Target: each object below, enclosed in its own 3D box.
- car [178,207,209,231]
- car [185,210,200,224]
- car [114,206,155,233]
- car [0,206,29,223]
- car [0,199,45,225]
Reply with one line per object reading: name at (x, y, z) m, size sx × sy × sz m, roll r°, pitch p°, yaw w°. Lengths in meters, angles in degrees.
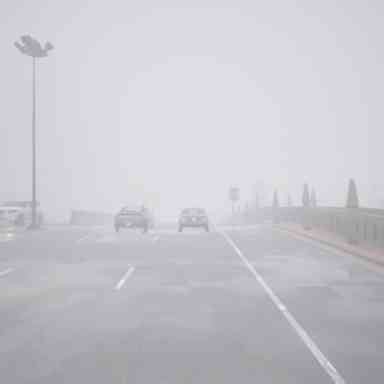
car at (0.100, 1.666, 21.105) m, size 2.033 × 1.411 × 5.357 m, roll 0°, pitch -2°, yaw 0°
car at (0.100, 3.199, 41.973) m, size 1.812 × 1.442 × 4.674 m, roll 0°, pitch -7°, yaw 0°
car at (-3.400, 1.584, 20.207) m, size 2.128 × 1.511 × 4.902 m, roll 0°, pitch -2°, yaw 0°
car at (-21.000, 2.627, 38.298) m, size 2.097 × 1.767 × 4.553 m, roll 0°, pitch -6°, yaw 0°
car at (-14.010, 1.599, 26.982) m, size 2.150 × 2.045 × 5.566 m, roll 0°, pitch -3°, yaw 0°
